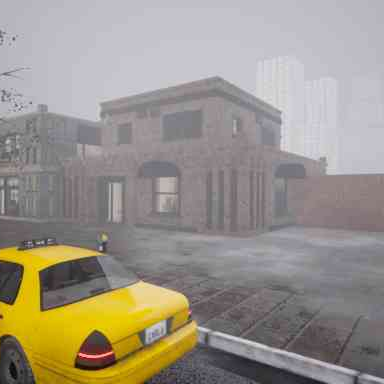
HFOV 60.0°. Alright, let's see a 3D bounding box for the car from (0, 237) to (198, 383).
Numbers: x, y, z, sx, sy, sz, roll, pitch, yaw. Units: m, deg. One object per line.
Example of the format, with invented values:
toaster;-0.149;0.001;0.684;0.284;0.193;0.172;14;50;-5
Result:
car;-2.469;1.455;5.008;5.366;1.575;1.801;0;0;35
